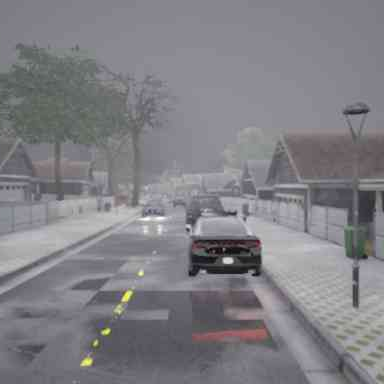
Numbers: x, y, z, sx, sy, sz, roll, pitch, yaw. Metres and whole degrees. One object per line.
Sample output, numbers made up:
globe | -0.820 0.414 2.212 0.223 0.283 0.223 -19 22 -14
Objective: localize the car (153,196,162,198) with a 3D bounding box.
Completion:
car | -7.381 1.618 70.917 1.994 1.385 4.181 0 0 -8

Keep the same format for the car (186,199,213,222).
car | 0.476 1.371 26.451 1.801 1.575 5.366 0 0 -2

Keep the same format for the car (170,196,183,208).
car | -1.811 1.434 47.892 1.837 1.490 4.892 0 0 -5

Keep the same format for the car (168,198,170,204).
car | -3.602 1.559 63.857 2.033 1.411 5.357 0 0 -8

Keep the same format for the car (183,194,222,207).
car | 0.685 1.154 20.261 2.150 2.045 5.566 0 0 -2

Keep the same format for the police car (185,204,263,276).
police car | 0.828 1.379 10.288 1.930 1.638 5.238 0 0 0

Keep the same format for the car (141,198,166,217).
car | -3.403 1.477 29.958 1.994 1.385 4.181 0 0 -3
